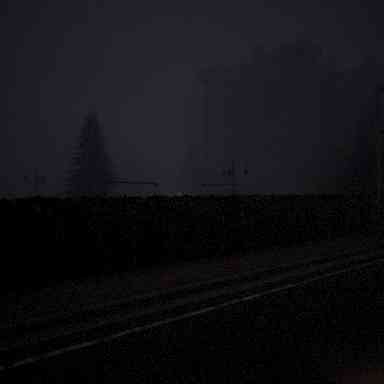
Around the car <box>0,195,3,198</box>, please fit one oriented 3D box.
[{"bbox_3d":[-40.344,1.374,67.378,3.633,1.501,1.845,0,0,-38],"label":"car"}]
